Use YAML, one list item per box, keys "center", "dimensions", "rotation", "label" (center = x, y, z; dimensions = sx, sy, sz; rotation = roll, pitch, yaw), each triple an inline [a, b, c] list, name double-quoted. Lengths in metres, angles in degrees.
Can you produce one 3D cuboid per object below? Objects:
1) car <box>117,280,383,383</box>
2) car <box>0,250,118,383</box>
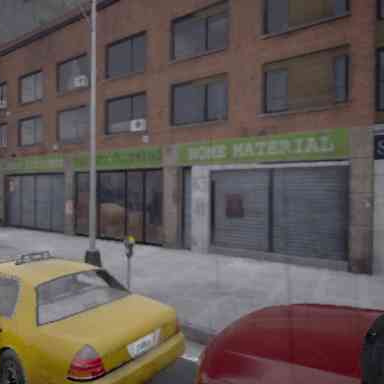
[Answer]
- center: [2.240, 1.315, 1.472]
  dimensions: [5.009, 1.841, 2.192]
  rotation: [0, 1, 35]
  label: "car"
- center: [-2.374, 1.526, 4.763]
  dimensions: [4.829, 1.417, 1.752]
  rotation: [0, 1, 35]
  label: "car"
